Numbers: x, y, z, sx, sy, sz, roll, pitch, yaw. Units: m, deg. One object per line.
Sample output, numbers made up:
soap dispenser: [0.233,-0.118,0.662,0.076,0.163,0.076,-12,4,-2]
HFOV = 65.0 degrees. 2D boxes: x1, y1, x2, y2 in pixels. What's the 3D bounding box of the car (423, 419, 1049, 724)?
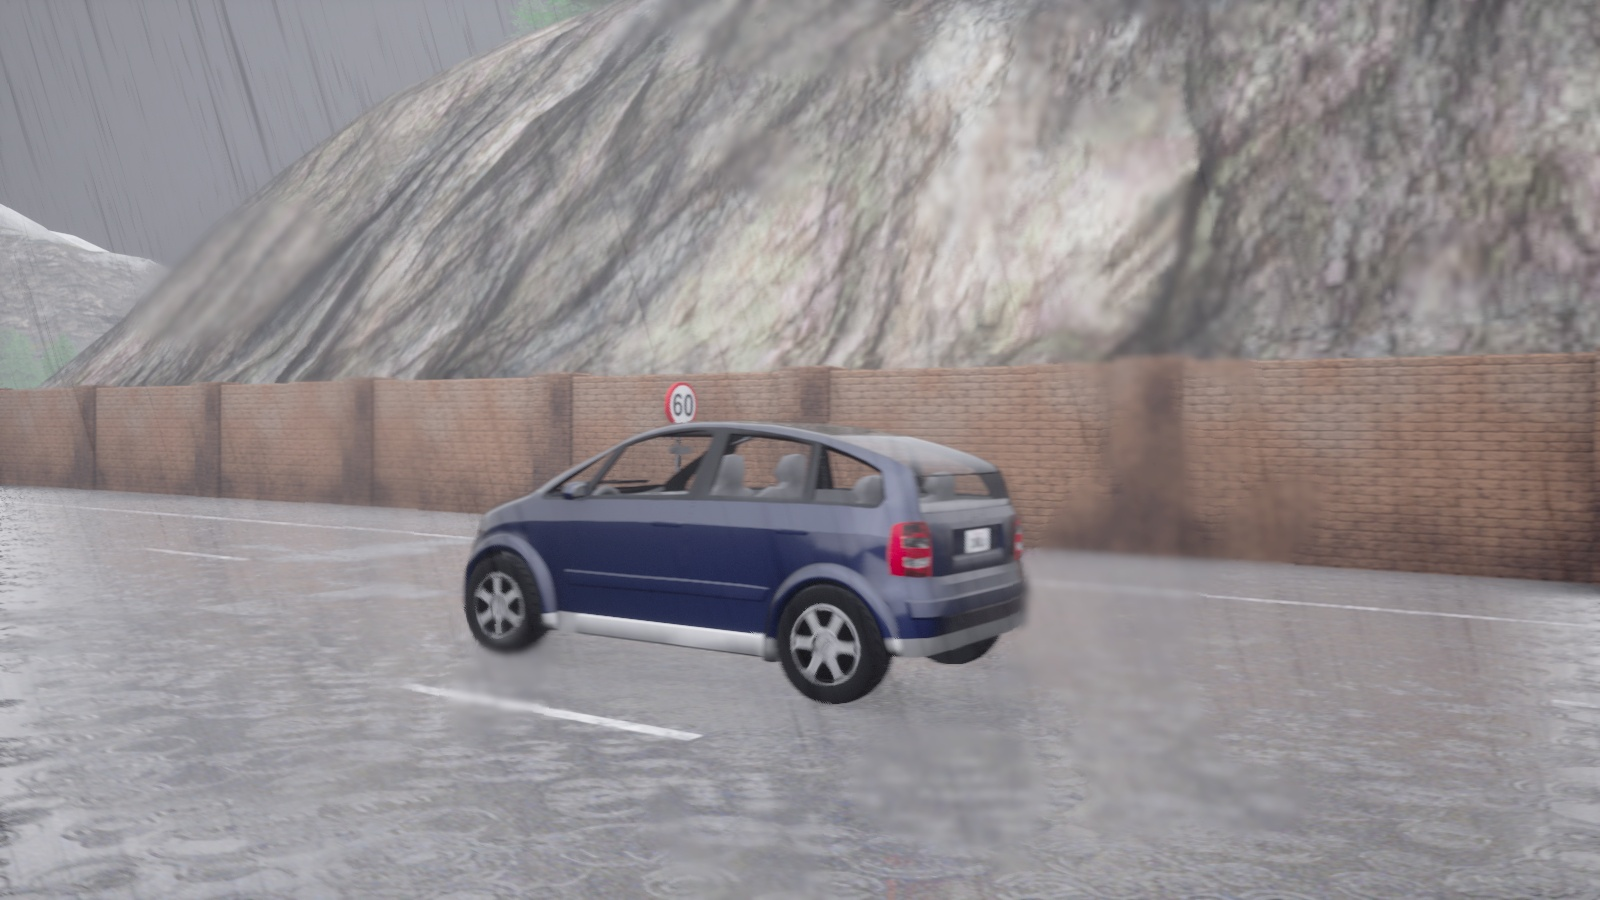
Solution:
car: [-0.484,0.602,8.146,3.705,1.549,1.789,0,1,34]
